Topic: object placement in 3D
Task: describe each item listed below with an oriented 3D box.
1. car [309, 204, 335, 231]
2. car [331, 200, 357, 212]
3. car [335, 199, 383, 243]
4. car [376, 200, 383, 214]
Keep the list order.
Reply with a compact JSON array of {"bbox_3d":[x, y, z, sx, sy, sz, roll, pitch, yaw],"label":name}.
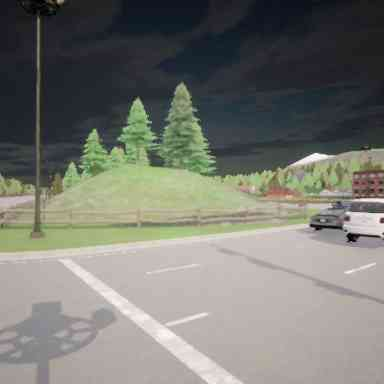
[{"bbox_3d":[9.176,1.696,20.716,2.033,1.411,5.357,0,0,44],"label":"car"},{"bbox_3d":[20.452,1.847,44.967,1.812,1.442,4.674,0,0,6],"label":"car"},{"bbox_3d":[9.259,1.339,15.949,5.566,2.045,2.150,0,0,-43],"label":"car"},{"bbox_3d":[22.635,1.750,37.710,1.882,1.535,5.008,0,0,16],"label":"car"}]
